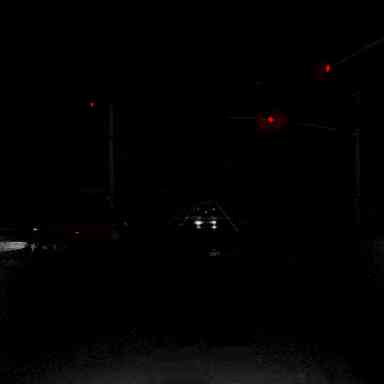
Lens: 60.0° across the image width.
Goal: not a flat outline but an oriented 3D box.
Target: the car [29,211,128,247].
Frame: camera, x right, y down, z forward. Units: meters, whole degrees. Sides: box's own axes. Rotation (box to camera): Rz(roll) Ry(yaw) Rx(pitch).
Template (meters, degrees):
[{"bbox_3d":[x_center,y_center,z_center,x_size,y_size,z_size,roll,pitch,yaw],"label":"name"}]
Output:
[{"bbox_3d":[-5.047,1.564,15.067,4.181,1.385,1.994,0,0,-22],"label":"car"}]

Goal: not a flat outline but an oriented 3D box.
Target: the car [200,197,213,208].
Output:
[{"bbox_3d":[2.141,1.470,48.229,1.837,1.490,4.892,0,0,3],"label":"car"}]

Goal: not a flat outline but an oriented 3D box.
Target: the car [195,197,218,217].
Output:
[{"bbox_3d":[1.354,1.492,31.558,1.812,1.442,4.674,0,1,3],"label":"car"}]
